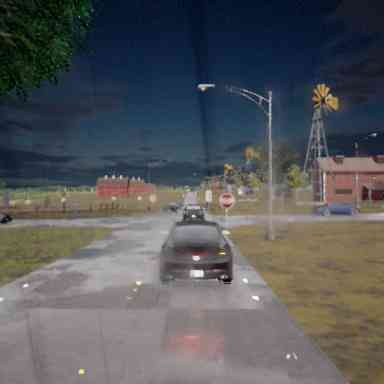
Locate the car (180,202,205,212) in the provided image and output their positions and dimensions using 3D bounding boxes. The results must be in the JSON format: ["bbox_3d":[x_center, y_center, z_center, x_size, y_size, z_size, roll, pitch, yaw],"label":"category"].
[{"bbox_3d":[0.132,1.817,29.279,1.812,1.442,4.674,0,-1,0],"label":"car"}]

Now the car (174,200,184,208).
[{"bbox_3d":[-2.671,2.451,68.566,1.994,1.385,4.181,0,-1,0],"label":"car"}]

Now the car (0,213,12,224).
[{"bbox_3d":[-17.907,2.183,28.683,4.181,1.385,1.994,-1,0,0],"label":"car"}]

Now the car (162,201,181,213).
[{"bbox_3d":[-2.824,2.075,44.248,1.895,1.301,4.718,0,-1,1],"label":"car"}]

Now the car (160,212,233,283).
[{"bbox_3d":[0.111,1.594,9.945,1.837,1.490,4.892,0,0,0],"label":"car"}]

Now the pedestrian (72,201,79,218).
[{"bbox_3d":[-12.114,1.783,34.620,0.375,1.860,0.375,0,2,0],"label":"pedestrian"}]

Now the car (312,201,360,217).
[{"bbox_3d":[13.539,1.556,31.441,4.181,1.385,1.994,-1,0,-2],"label":"car"}]
